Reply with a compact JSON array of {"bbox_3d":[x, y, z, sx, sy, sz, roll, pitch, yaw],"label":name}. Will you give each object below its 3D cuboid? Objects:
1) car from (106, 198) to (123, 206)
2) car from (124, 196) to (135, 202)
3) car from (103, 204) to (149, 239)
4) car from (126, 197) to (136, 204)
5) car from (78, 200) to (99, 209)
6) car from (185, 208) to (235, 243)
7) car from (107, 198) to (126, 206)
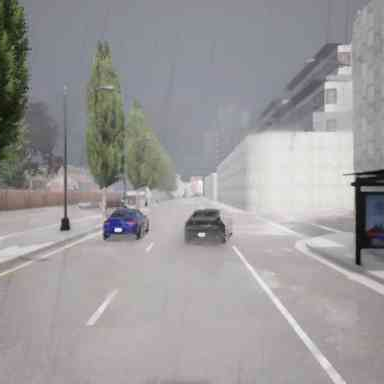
[{"bbox_3d":[-15.012,1.822,64.477,2.033,1.411,5.357,0,0,0],"label":"car"},{"bbox_3d":[-15.012,1.731,80.079,1.812,1.442,4.674,0,0,0],"label":"car"},{"bbox_3d":[-3.406,1.601,17.670,1.812,1.442,4.674,0,0,0],"label":"car"},{"bbox_3d":[-11.516,1.808,65.397,1.812,1.442,4.674,0,0,0],"label":"car"},{"bbox_3d":[-15.085,1.816,48.547,1.895,1.301,4.718,0,0,0],"label":"car"},{"bbox_3d":[0.959,1.572,16.495,1.837,1.490,4.892,-1,0,13],"label":"car"},{"bbox_3d":[-11.581,1.783,49.360,1.994,1.385,4.181,0,0,0],"label":"car"}]
